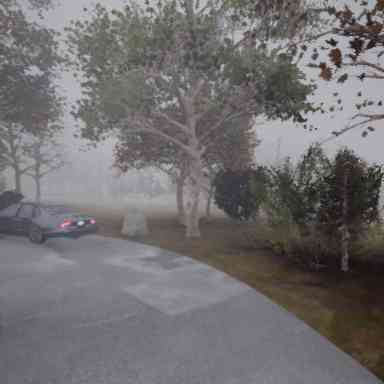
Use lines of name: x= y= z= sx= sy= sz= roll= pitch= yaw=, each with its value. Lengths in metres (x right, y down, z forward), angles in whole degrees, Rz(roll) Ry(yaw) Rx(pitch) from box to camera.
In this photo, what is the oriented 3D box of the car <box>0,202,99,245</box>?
car: x=-6.105 y=1.084 z=12.778 sx=5.357 sy=1.411 sz=2.033 roll=1 pitch=0 yaw=28
